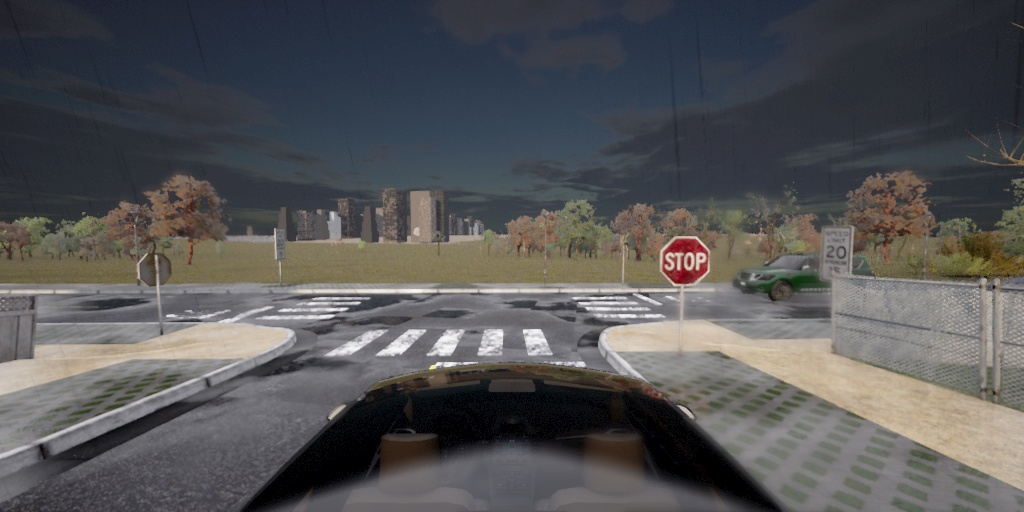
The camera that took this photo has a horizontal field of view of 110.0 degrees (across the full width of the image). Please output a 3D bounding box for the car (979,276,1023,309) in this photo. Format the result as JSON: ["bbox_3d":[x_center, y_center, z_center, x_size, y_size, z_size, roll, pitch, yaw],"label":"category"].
[{"bbox_3d":[20.983,1.442,13.832,4.181,1.385,1.994,0,3,-2],"label":"car"}]

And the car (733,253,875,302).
[{"bbox_3d":[13.298,0.908,16.439,5.566,2.045,2.150,0,4,-2],"label":"car"}]
